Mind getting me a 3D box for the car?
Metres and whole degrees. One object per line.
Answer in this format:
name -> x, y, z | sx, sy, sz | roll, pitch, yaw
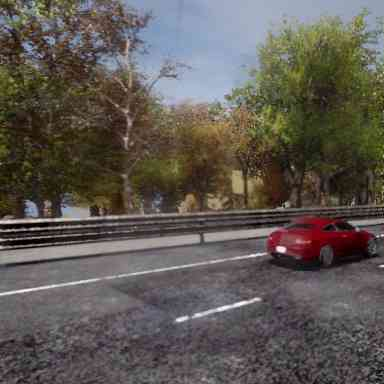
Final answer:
car -> 4.523, 1.568, 11.399 | 4.674, 1.442, 1.812 | 0, 0, -37
